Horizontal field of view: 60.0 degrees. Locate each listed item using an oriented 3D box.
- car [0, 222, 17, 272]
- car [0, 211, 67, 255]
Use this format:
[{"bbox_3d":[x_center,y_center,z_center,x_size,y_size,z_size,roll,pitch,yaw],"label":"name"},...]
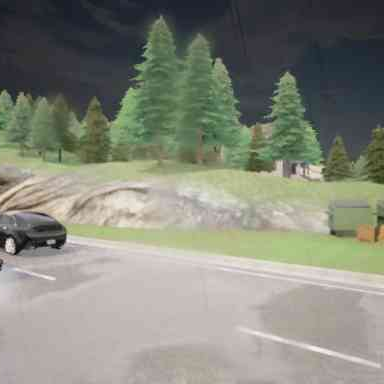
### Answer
[{"bbox_3d":[-7.169,1.546,9.017,5.357,1.411,2.033,0,0,36],"label":"car"},{"bbox_3d":[-6.931,1.504,13.171,4.892,1.490,1.837,0,0,36],"label":"car"}]
